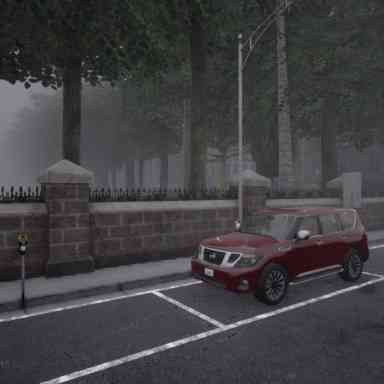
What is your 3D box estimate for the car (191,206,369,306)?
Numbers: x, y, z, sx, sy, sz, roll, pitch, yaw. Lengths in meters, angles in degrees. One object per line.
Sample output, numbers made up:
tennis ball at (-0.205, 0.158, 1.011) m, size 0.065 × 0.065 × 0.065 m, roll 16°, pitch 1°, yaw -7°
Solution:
car at (2.393, 1.314, 8.238) m, size 5.009 × 1.841 × 2.192 m, roll 0°, pitch 0°, yaw -35°
